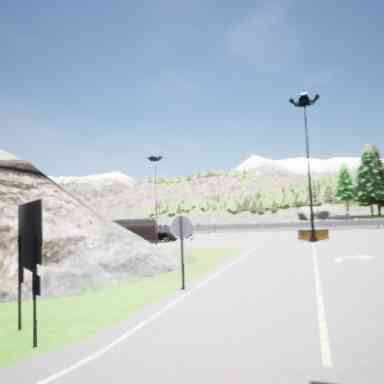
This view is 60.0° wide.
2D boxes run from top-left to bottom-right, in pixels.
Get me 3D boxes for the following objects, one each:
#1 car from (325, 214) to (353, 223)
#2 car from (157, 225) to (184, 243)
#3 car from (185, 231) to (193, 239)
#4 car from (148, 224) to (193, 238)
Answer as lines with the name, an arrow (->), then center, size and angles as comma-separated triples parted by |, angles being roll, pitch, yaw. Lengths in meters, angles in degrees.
car -> 24.536, 4.545, 55.784 | 4.553, 1.767, 2.097 | -4, -4, 20
car -> -3.577, 4.121, 32.227 | 5.008, 1.535, 1.882 | -4, -4, 20
car -> -2.361, 4.310, 35.502 | 5.008, 1.535, 1.882 | -4, -4, 20
car -> -2.578, 4.623, 39.290 | 4.892, 1.490, 1.837 | -4, -4, 20
